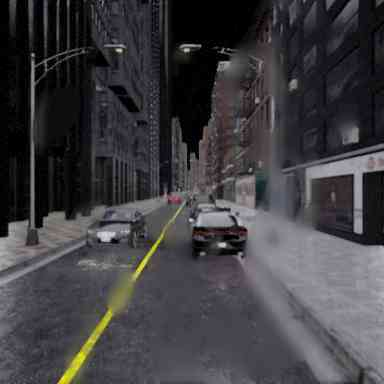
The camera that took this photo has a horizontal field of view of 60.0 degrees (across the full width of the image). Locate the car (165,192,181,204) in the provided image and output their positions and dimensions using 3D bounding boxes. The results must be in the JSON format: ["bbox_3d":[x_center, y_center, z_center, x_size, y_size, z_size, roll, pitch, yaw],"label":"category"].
[{"bbox_3d":[-3.028,1.019,57.551,2.150,2.045,5.566,0,0,1],"label":"car"}]

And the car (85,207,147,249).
[{"bbox_3d":[-3.094,1.439,14.385,2.128,1.511,4.902,0,0,0],"label":"car"}]

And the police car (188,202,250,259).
[{"bbox_3d":[0.906,1.380,12.588,1.930,1.638,5.238,0,0,0],"label":"police car"}]

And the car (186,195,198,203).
[{"bbox_3d":[0.028,1.267,64.325,2.128,1.511,4.902,0,0,0],"label":"car"}]

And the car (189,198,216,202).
[{"bbox_3d":[0.910,1.425,22.480,1.837,1.490,4.892,0,0,0],"label":"car"}]

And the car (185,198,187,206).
[{"bbox_3d":[0.026,1.331,49.696,1.837,1.490,4.892,0,0,0],"label":"car"}]

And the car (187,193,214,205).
[{"bbox_3d":[0.913,1.124,28.509,2.150,2.045,5.566,0,0,0],"label":"car"}]
